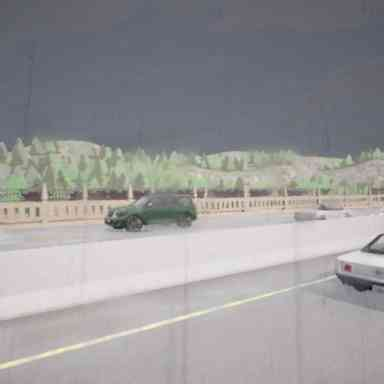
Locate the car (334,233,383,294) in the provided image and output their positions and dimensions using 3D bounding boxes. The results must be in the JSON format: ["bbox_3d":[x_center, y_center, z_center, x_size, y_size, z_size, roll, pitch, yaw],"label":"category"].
[{"bbox_3d":[5.382,1.561,7.593,4.718,1.301,1.895,0,0,-36],"label":"car"}]

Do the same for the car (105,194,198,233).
[{"bbox_3d":[-2.239,1.179,19.589,5.566,2.045,2.150,0,0,-35],"label":"car"}]

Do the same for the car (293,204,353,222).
[{"bbox_3d":[9.320,1.503,23.527,4.718,1.301,1.895,0,0,-35],"label":"car"}]
